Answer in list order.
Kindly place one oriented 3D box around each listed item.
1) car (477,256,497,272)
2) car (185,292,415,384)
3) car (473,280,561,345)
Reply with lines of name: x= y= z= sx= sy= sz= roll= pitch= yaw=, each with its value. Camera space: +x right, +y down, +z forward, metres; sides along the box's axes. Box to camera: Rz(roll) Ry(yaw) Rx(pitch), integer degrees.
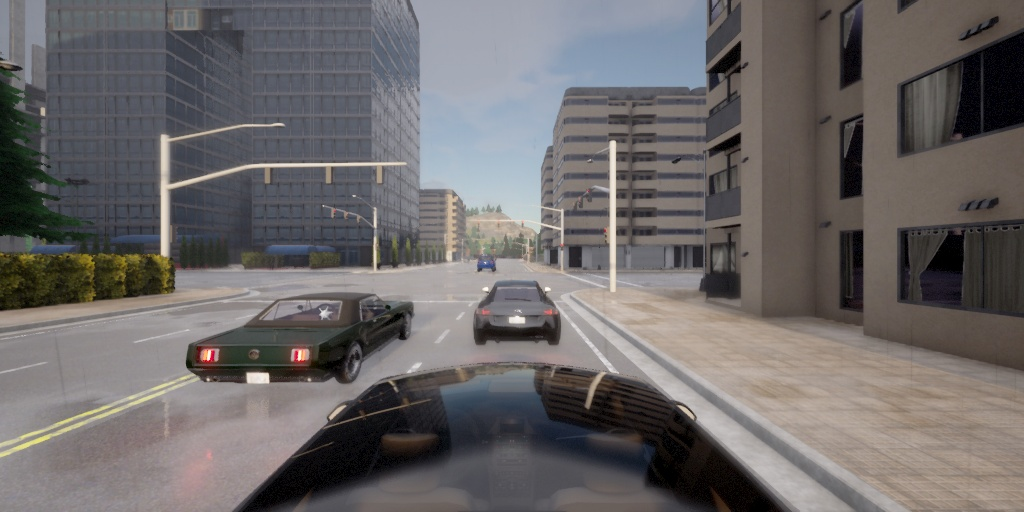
car: x=-3.232 y=0.970 z=46.266 sx=2.150 sy=2.045 sz=5.566 roll=0 pitch=0 yaw=0
car: x=-3.384 y=1.351 z=7.025 sx=1.895 sy=1.301 sz=4.718 roll=0 pitch=0 yaw=0
car: x=0.126 y=1.314 z=9.504 sx=1.994 sy=1.385 sz=4.181 roll=0 pitch=0 yaw=1
